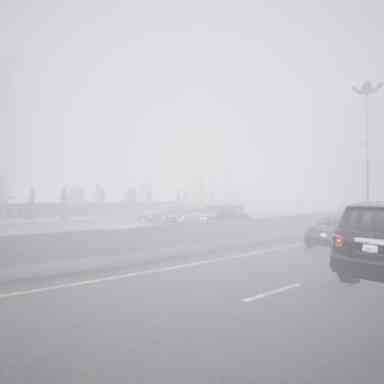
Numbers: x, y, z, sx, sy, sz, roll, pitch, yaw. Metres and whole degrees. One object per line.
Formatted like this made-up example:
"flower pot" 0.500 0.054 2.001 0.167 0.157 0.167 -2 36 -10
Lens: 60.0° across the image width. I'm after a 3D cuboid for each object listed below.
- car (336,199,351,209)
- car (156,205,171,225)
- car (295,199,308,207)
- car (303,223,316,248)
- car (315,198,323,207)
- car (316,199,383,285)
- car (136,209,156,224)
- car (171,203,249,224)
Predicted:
"car" 24.376 1.881 53.526 2.033 1.411 5.357 0 -1 25
"car" 0.159 1.734 22.820 4.718 1.301 1.895 0 -1 -45
"car" 20.148 1.964 61.160 2.033 1.411 5.357 0 -1 25
"car" 6.533 1.636 14.198 4.181 1.385 1.994 0 0 -43
"car" 22.264 1.867 57.360 2.128 1.511 4.902 0 -1 25
"car" 5.683 1.261 8.601 5.566 2.045 2.150 0 0 -41
"car" -1.684 1.703 25.878 2.033 1.411 5.357 0 -1 45
"car" 1.353 1.459 19.192 4.553 1.767 2.097 0 -1 -44
